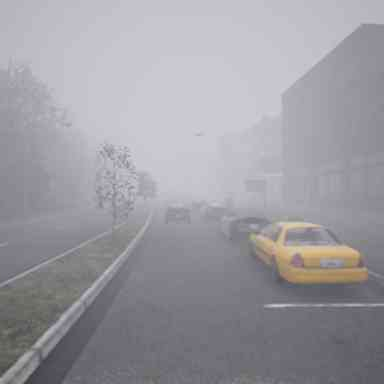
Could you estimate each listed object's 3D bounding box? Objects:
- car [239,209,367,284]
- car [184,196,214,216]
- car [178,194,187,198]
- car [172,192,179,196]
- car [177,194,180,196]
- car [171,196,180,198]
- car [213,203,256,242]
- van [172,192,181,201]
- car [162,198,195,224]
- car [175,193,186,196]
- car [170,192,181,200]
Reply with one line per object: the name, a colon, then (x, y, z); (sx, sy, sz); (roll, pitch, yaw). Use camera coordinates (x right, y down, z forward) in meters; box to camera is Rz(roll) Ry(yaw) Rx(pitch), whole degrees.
car: (2.880, 1.488, 9.596); (1.946, 1.575, 5.366); (0, 0, -1)
car: (0.679, 1.496, 37.135); (2.231, 1.521, 4.892); (0, 0, -6)
car: (-0.432, 1.507, 48.207); (2.163, 1.488, 4.792); (0, 0, -6)
car: (-2.092, 1.179, 64.763); (2.435, 2.045, 5.566); (0, 0, -6)
car: (-0.982, 1.504, 53.696); (2.002, 1.452, 4.674); (0, 0, -6)
car: (-2.857, 1.602, 42.816); (1.895, 1.301, 4.718); (0, 0, -6)
car: (2.546, 1.528, 16.630); (2.163, 1.488, 4.792); (0, 0, -3)
van: (-3.762, 1.131, 81.407); (1.878, 1.987, 4.442); (0, 0, -6)
car: (-1.143, 1.495, 25.082); (1.882, 1.535, 5.008); (0, 0, -5)
car: (-1.540, 1.479, 59.247); (2.163, 1.488, 4.792); (0, 0, -6)
car: (-4.308, 1.076, 86.838); (2.435, 2.045, 5.566); (0, 0, -6)
